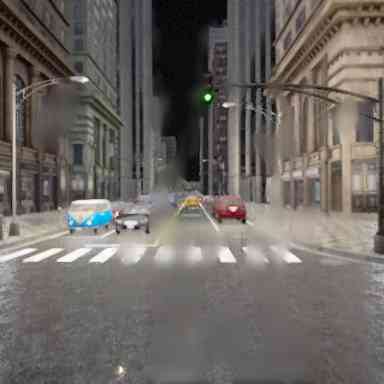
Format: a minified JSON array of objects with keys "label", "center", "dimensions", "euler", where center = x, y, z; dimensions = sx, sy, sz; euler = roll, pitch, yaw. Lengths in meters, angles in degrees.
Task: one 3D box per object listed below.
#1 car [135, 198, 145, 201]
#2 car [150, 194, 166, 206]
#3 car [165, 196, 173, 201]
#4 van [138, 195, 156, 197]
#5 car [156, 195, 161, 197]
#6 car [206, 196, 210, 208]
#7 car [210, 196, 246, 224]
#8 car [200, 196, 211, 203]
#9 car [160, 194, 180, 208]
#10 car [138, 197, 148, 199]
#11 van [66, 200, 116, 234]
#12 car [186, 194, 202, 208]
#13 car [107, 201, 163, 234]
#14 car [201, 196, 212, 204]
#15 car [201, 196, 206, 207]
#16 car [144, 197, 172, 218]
[{"label":"car","center":[-5.773,1.549,29.924],"dimensions":[1.887,1.381,4.507],"euler":[0,0,0]},{"label":"car","center":[-5.781,1.312,57.131],"dimensions":[2.192,1.841,5.009],"euler":[0,0,0]},{"label":"car","center":[-5.787,1.595,84.335],"dimensions":[1.802,1.307,4.206],"euler":[0,0,0]},{"label":"van","center":[-5.777,1.343,40.807],"dimensions":[1.690,1.788,3.998],"euler":[0,0,0]},{"label":"car","center":[-5.777,1.545,46.248],"dimensions":[1.887,1.381,4.507],"euler":[0,0,0]},{"label":"car","center":[2.751,1.265,29.935],"dimensions":[2.192,1.841,5.009],"euler":[0,0,0]},{"label":"car","center":[2.752,1.268,24.494],"dimensions":[2.192,1.841,5.009],"euler":[0,0,0]},{"label":"car","center":[2.743,1.485,68.020],"dimensions":[1.887,1.381,4.507],"euler":[0,0,0]},{"label":"car","center":[-3.079,1.460,47.213],"dimensions":[1.882,1.535,5.008],"euler":[0,0,0]},{"label":"car","center":[-5.774,1.569,35.365],"dimensions":[1.947,1.339,4.313],"euler":[0,0,0]},{"label":"van","center":[-5.771,1.352,19.042],"dimensions":[1.690,1.788,3.998],"euler":[0,0,0]},{"label":"car","center":[0.083,1.439,48.843],"dimensions":[1.882,1.535,5.008],"euler":[0,0,0]},{"label":"car","center":[-3.105,1.486,19.243],"dimensions":[2.128,1.511,4.902],"euler":[0,0,0]},{"label":"car","center":[2.745,1.523,62.580],"dimensions":[1.802,1.307,4.206],"euler":[0,0,0]},{"label":"car","center":[2.748,1.496,46.257],"dimensions":[2.008,1.369,4.403],"euler":[0,0,0]},{"label":"car","center":[-3.106,1.492,30.361],"dimensions":[1.837,1.490,4.892],"euler":[0,0,0]}]
